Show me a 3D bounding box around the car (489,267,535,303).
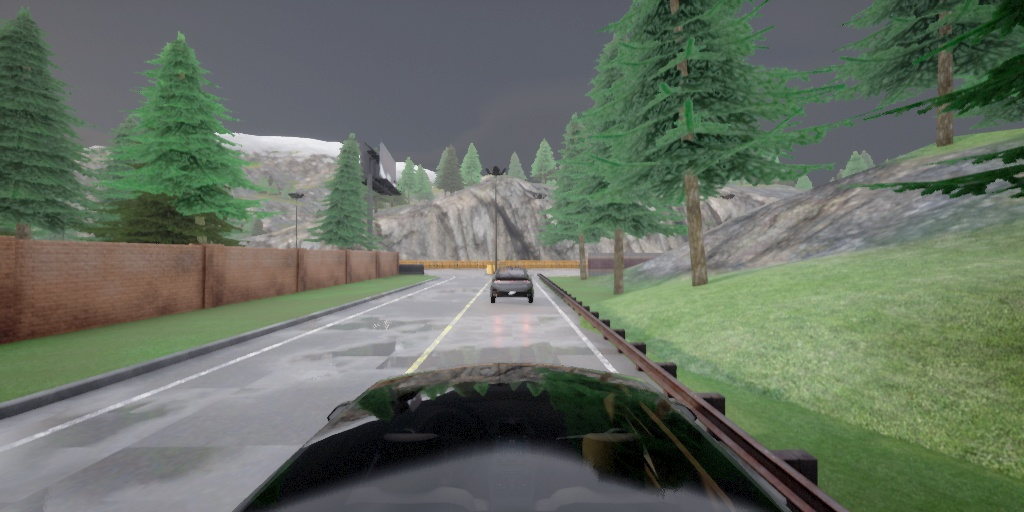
[{"bbox_3d":[0.000,1.242,16.500,2.128,1.511,4.902,0,0,0],"label":"car"}]
